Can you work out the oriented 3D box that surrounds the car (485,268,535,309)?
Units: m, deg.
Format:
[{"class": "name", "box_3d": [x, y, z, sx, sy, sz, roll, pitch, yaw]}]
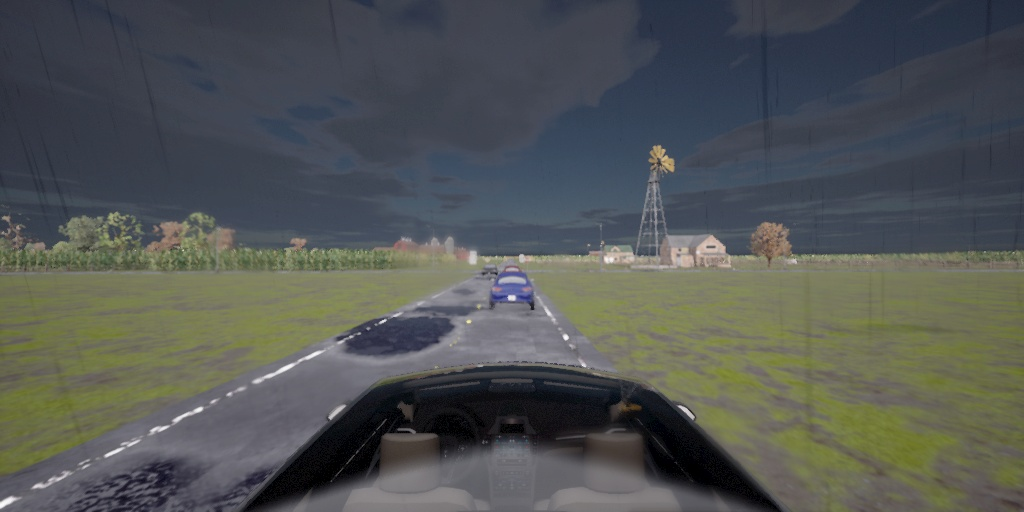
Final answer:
[{"class": "car", "box_3d": [0.030, 1.418, 15.738, 1.812, 1.442, 4.674, 0, 0, 1]}]

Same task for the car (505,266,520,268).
[{"class": "car", "box_3d": [0.033, 1.564, 30.728, 1.812, 1.442, 4.674, 0, 0, 1]}]

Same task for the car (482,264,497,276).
[{"class": "car", "box_3d": [-2.744, 1.725, 45.376, 2.033, 1.411, 5.357, 0, -1, 0]}]
